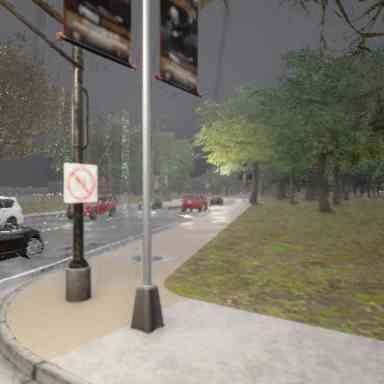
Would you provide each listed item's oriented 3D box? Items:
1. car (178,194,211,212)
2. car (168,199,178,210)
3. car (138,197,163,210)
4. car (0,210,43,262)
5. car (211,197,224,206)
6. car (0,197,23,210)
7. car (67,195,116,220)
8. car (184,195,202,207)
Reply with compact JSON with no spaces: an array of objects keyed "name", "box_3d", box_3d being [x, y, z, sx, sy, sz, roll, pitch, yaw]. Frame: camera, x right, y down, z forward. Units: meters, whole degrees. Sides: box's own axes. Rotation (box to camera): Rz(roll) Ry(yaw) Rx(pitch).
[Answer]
[{"name":"car","box_3d":[0.363,1.280,38.990,2.150,2.045,5.566,0,0,12]},{"name":"car","box_3d":[-1.899,1.612,44.324,1.812,1.442,4.674,0,0,12]},{"name":"car","box_3d":[-5.438,1.453,43.645,2.097,1.767,4.553,0,0,13]},{"name":"car","box_3d":[-6.291,1.504,9.685,2.128,1.511,4.902,-1,0,6]},{"name":"car","box_3d":[4.271,1.569,57.028,1.882,1.535,5.008,0,0,12]},{"name":"car","box_3d":[-11.281,1.278,17.159,2.150,2.045,5.566,0,0,12]},{"name":"car","box_3d":[-8.636,1.299,29.176,2.150,2.045,5.566,0,0,13]},{"name":"car","box_3d":[0.226,1.455,54.130,2.097,1.767,4.553,0,0,12]}]
